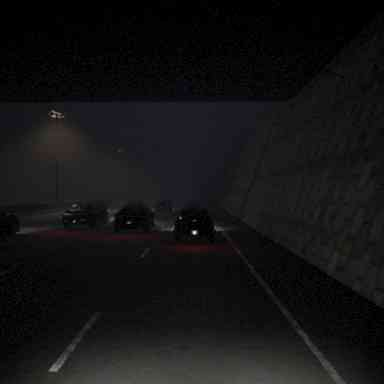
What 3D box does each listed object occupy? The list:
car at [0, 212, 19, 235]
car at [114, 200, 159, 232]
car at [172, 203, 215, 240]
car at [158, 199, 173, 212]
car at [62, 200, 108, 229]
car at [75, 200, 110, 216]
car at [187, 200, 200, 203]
[{"bbox_3d":[-10.387,1.370,16.087,2.097,1.767,4.553,0,0,0],"label":"car"},{"bbox_3d":[-3.381,1.500,20.323,1.882,1.535,5.008,0,0,0],"label":"car"},{"bbox_3d":[0.115,1.523,17.004,1.837,1.490,4.892,0,0,0],"label":"car"},{"bbox_3d":[-3.353,1.535,40.123,2.128,1.511,4.902,0,0,0],"label":"car"},{"bbox_3d":[-6.878,1.517,21.857,2.128,1.511,4.902,0,0,0],"label":"car"},{"bbox_3d":[-10.361,1.586,35.030,2.033,1.411,5.357,0,0,0],"label":"car"},{"bbox_3d":[0.145,1.643,39.314,1.895,1.301,4.718,0,0,0],"label":"car"}]
